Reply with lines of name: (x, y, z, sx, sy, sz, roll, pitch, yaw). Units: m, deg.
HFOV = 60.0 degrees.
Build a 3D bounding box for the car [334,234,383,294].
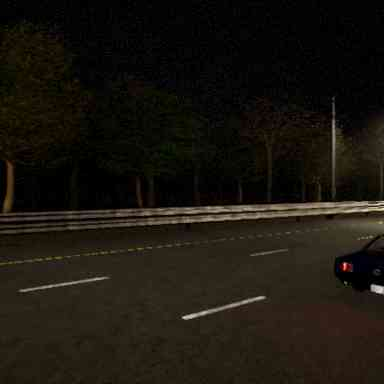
car: (5.444, 1.607, 7.753, 4.718, 1.301, 1.895, 0, 0, -35)
